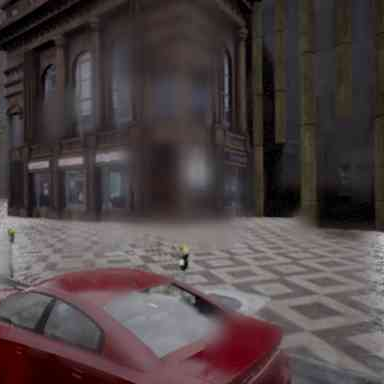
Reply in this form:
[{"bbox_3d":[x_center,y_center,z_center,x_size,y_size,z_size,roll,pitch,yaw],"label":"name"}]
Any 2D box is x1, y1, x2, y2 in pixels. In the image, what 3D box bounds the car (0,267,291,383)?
[{"bbox_3d":[-1.199,1.577,3.817,4.507,1.381,1.887,-1,-1,35],"label":"car"}]
